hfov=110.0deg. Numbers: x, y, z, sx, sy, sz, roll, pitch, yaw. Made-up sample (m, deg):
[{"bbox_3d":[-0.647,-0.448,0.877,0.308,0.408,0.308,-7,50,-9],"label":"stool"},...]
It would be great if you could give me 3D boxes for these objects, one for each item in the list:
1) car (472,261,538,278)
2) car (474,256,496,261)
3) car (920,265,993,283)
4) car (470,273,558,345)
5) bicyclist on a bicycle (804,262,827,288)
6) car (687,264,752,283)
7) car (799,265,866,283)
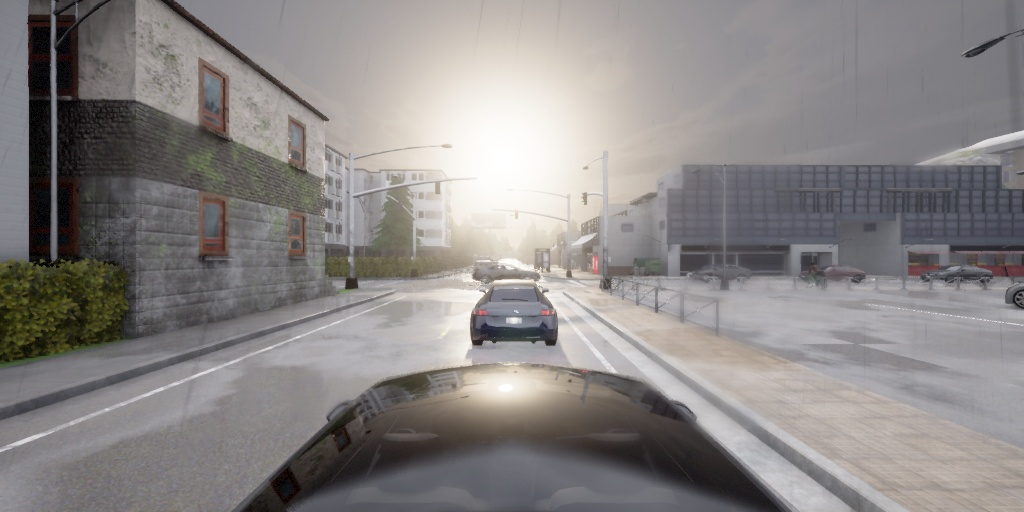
[{"bbox_3d":[-0.402,1.313,25.819,4.902,1.511,2.128,0,-1,0],"label":"car"},{"bbox_3d":[-3.647,0.972,47.090,2.150,2.045,5.566,0,0,0],"label":"car"},{"bbox_3d":[36.712,1.452,29.617,4.674,1.442,1.812,0,0,0],"label":"car"},{"bbox_3d":[0.054,1.314,9.473,1.994,1.385,4.181,0,0,0],"label":"car"},{"bbox_3d":[18.692,1.227,22.092,0.582,1.620,1.656,0,0,0],"label":"bicyclist on a bicycle"},{"bbox_3d":[17.037,1.417,29.569,4.902,1.511,2.128,0,0,0],"label":"car"},{"bbox_3d":[26.402,1.452,29.597,4.674,1.442,1.812,0,0,0],"label":"car"}]
